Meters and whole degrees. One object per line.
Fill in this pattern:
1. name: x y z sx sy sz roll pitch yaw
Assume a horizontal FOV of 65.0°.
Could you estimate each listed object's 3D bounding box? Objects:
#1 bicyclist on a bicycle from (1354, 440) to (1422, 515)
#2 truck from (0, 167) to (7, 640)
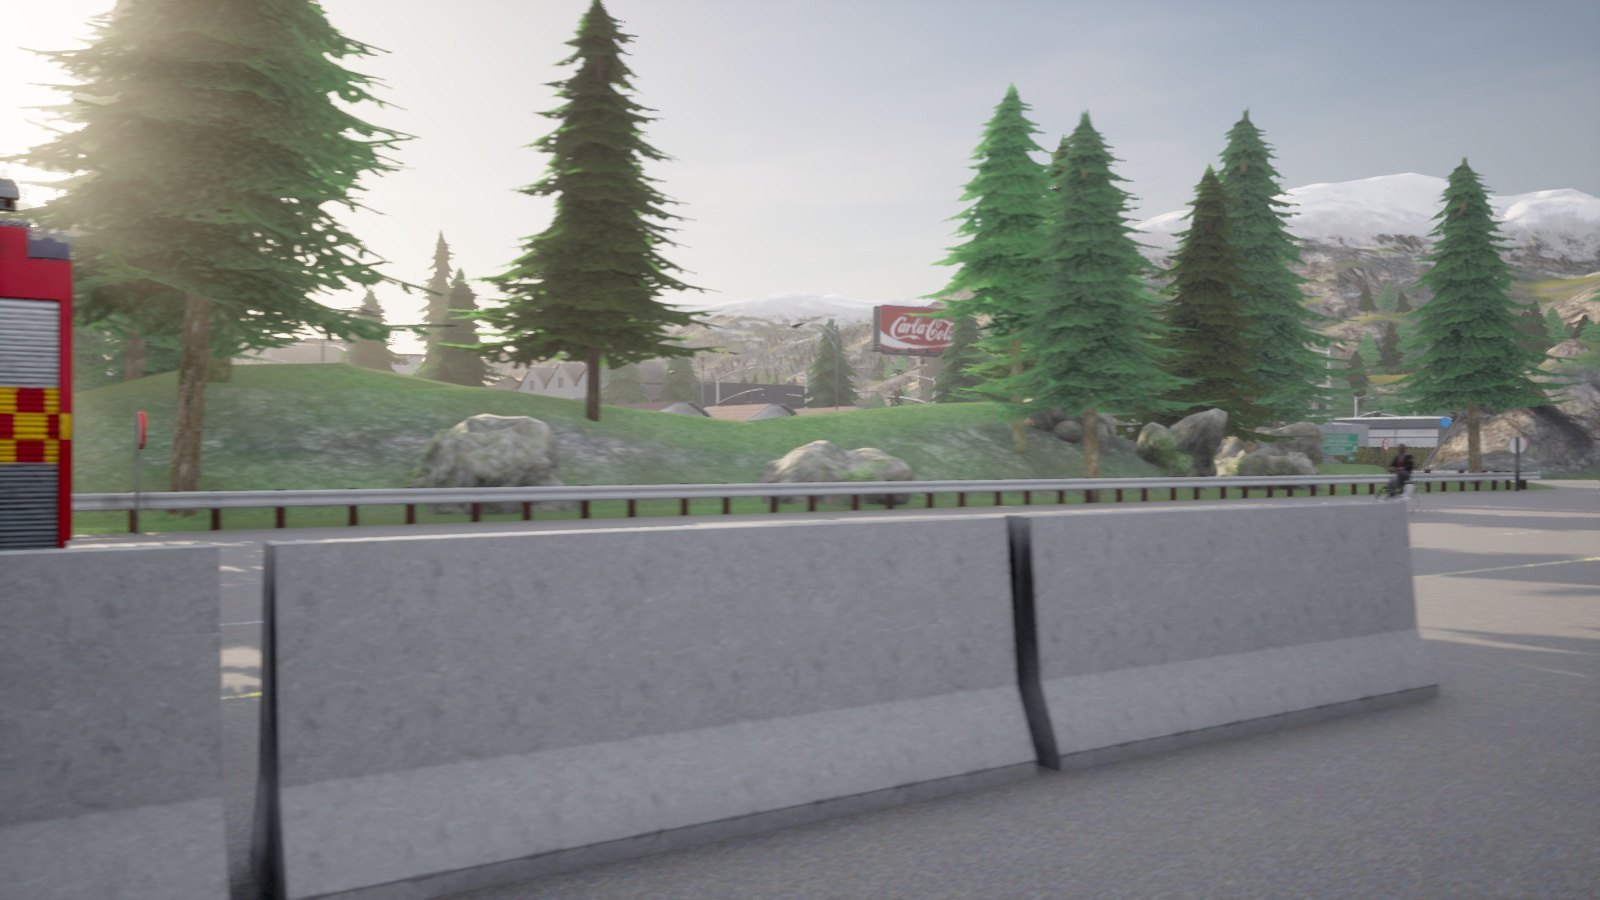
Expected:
1. bicyclist on a bicycle: 14.405 0.662 30.740 1.843 1.776 0.659 0 0 -35
2. truck: -10.746 -0.375 8.976 8.468 3.827 2.891 0 0 -35
